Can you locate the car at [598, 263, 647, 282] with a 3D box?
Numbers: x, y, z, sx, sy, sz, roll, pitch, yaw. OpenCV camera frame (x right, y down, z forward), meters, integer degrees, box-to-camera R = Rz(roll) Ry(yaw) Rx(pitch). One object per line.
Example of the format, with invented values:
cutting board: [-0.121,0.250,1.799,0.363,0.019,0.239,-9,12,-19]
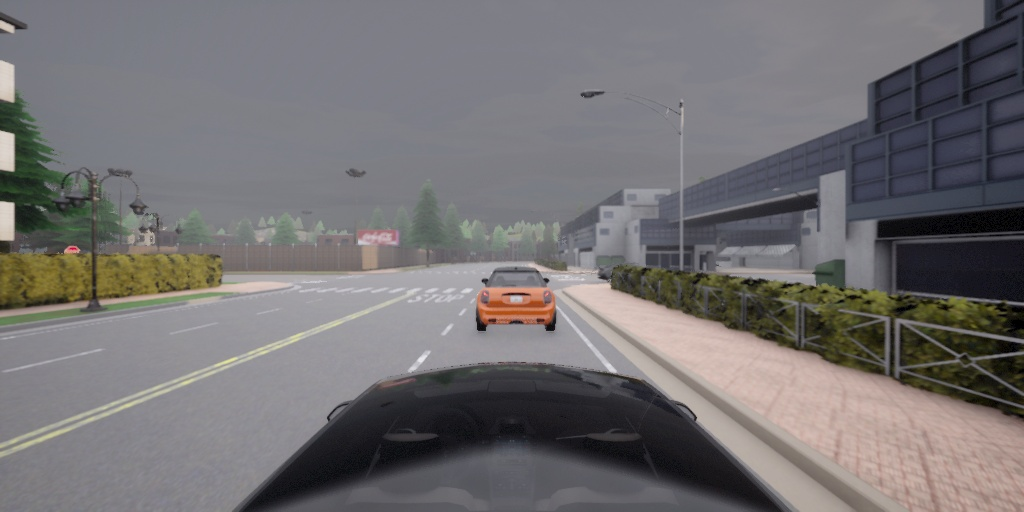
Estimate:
car: [8.836,1.242,26.507,4.892,1.490,1.837,0,-2,-2]

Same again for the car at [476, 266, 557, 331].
car: [0.106,1.097,11.081,2.097,1.767,4.553,0,0,0]
